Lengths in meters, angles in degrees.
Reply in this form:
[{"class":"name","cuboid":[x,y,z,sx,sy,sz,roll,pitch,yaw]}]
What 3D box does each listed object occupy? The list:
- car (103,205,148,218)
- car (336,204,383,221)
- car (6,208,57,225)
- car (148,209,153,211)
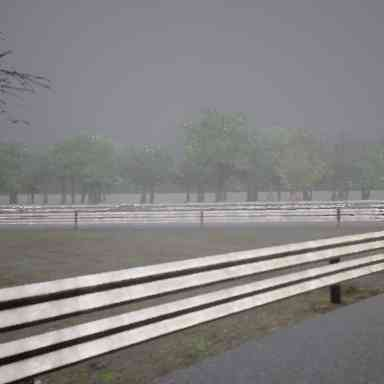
[{"class":"car","cuboid":[-7.343,2.290,35.664,4.181,1.385,1.994,-1,0,6]},{"class":"car","cuboid":[15.407,1.799,29.730,4.674,1.442,1.812,-1,0,6]},{"class":"car","cuboid":[-15.923,2.341,33.060,4.902,1.511,2.128,-1,0,6]},{"class":"car","cuboid":[-7.269,2.262,39.180,5.357,1.411,2.033,-1,0,6]}]
